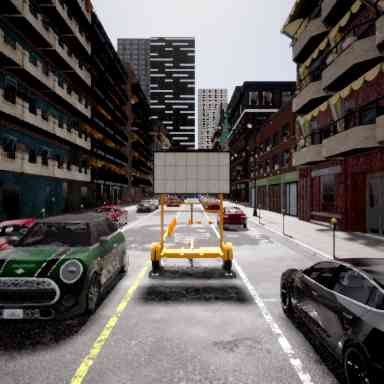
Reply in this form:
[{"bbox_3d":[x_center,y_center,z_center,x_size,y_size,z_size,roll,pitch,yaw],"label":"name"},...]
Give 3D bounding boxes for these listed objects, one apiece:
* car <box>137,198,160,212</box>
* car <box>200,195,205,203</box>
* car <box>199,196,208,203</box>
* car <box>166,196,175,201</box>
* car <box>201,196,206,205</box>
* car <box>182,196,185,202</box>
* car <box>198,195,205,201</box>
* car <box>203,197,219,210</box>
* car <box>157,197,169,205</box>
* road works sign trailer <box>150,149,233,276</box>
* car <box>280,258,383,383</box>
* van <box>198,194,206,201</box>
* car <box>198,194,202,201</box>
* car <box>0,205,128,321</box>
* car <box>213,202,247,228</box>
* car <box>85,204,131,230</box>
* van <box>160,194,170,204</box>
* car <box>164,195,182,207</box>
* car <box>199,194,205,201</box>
[{"bbox_3d":[-5.325,1.576,38.822,2.008,1.369,4.403,1,0,0],"label":"car"},{"bbox_3d":[2.550,1.582,50.216,1.887,1.381,4.507,1,0,0],"label":"car"},{"bbox_3d":[2.539,1.656,72.973,1.802,1.307,4.206,0,0,0],"label":"car"},{"bbox_3d":[-5.346,1.643,84.340,1.887,1.381,4.507,0,0,0],"label":"car"},{"bbox_3d":[2.553,1.576,44.527,1.887,1.381,4.507,1,0,0],"label":"car"},{"bbox_3d":[-2.784,1.611,78.395,1.812,1.442,4.674,0,0,0],"label":"car"},{"bbox_3d":[2.532,1.638,90.213,1.752,1.417,4.829,0,0,0],"label":"car"},{"bbox_3d":[2.555,1.607,38.836,1.802,1.307,4.206,1,0,0],"label":"car"},{"bbox_3d":[-5.336,1.598,61.581,1.887,1.381,4.507,1,0,0],"label":"car"},{"bbox_3d":[-0.005,0.467,10.377,2.380,3.560,2.880,0,0,0],"label":"road works sign trailer"},{"bbox_3d":[2.570,1.567,4.699,1.947,1.339,4.313,1,0,0],"label":"car"},{"bbox_3d":[2.536,1.440,84.353,1.690,1.788,3.998,0,0,0],"label":"van"},{"bbox_3d":[2.542,1.588,67.454,1.752,1.417,4.829,0,0,0],"label":"car"},{"bbox_3d":[-2.853,1.354,7.559,2.097,1.767,4.553,0,0,0],"label":"car"},{"bbox_3d":[2.562,1.591,21.767,1.802,1.307,4.206,1,0,0],"label":"car"},{"bbox_3d":[-5.317,1.554,21.752,1.887,1.381,4.507,1,0,0],"label":"car"},{"bbox_3d":[-5.336,1.404,67.270,1.690,1.788,3.998,1,0,0],"label":"van"},{"bbox_3d":[-2.868,1.516,50.737,1.882,1.535,5.008,0,0,0],"label":"car"},{"bbox_3d":[2.547,1.570,56.075,1.752,1.417,4.829,0,0,0],"label":"car"}]
